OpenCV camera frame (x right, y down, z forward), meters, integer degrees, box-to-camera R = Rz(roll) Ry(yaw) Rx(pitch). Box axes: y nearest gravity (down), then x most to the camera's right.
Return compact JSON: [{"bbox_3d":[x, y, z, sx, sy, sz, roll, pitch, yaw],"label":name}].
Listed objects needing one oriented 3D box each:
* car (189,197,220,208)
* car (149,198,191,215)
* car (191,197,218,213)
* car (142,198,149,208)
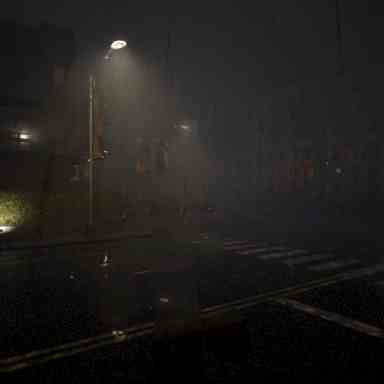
[{"bbox_3d":[1.772,1.495,49.506,1.882,1.535,5.008,0,0,-35],"label":"car"},{"bbox_3d":[-2.385,1.536,34.995,1.812,1.442,4.674,0,0,-35],"label":"car"},{"bbox_3d":[0.700,1.577,36.691,1.994,1.385,4.181,0,0,-35],"label":"car"},{"bbox_3d":[-5.101,1.504,45.118,2.128,1.511,4.902,0,0,-34],"label":"car"}]
